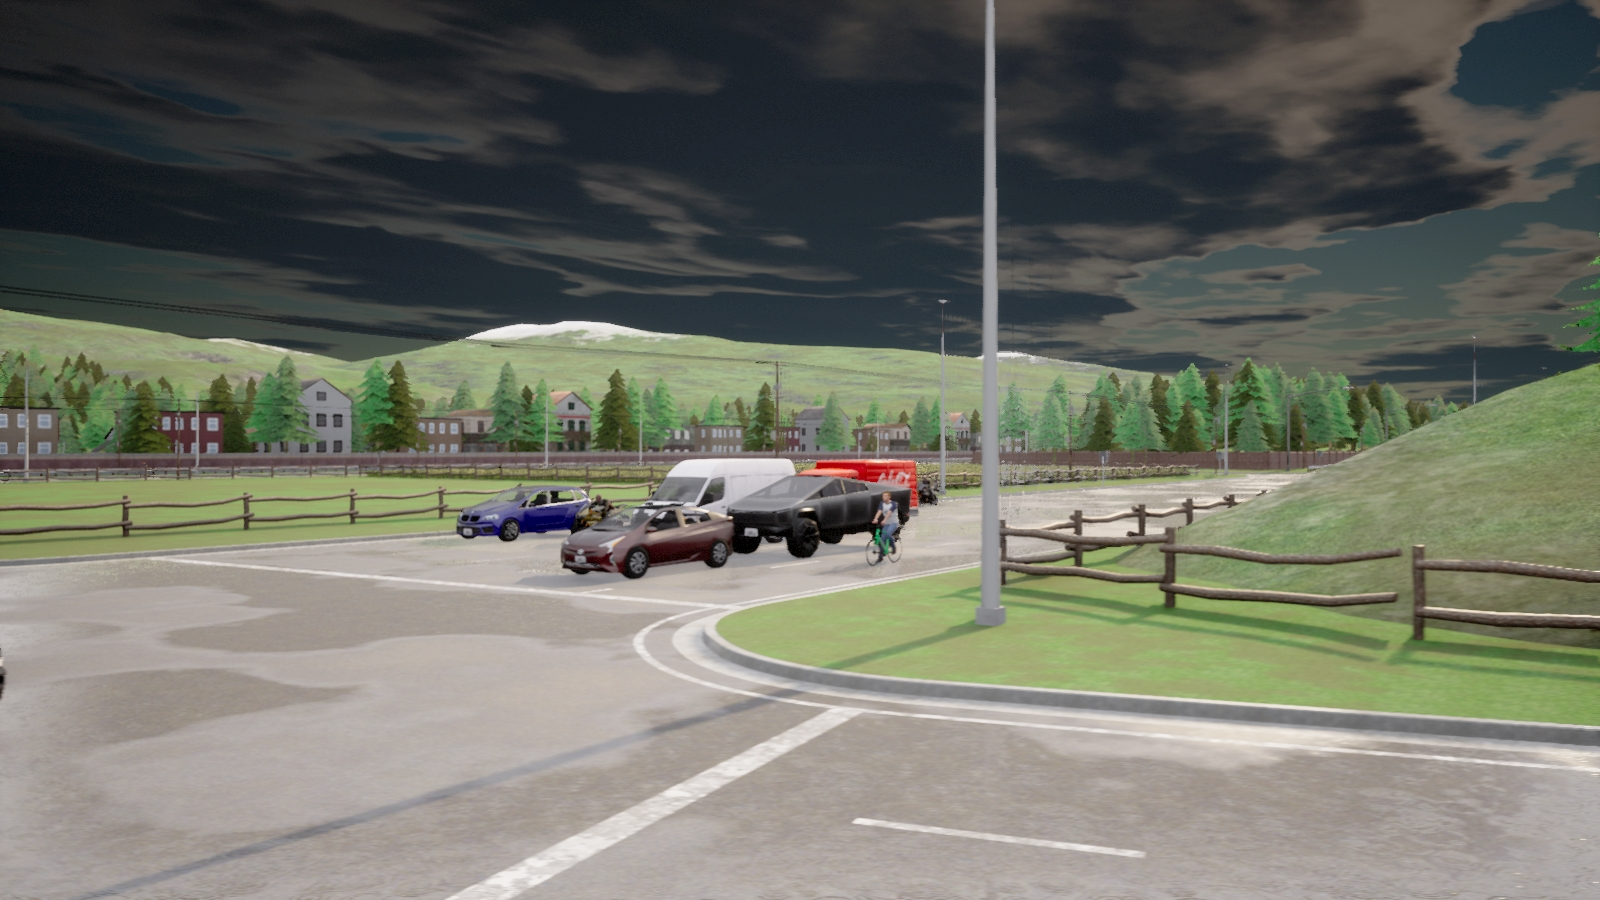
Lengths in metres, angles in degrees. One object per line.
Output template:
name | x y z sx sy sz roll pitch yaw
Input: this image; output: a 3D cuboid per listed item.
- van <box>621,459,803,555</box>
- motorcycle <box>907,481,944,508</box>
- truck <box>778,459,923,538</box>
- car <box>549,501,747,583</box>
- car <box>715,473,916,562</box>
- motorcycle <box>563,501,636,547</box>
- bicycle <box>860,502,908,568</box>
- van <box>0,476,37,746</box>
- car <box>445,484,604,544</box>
van | -2.461 1.554 33.782 1.988 2.561 5.915 0 0 37
motorcycle | 6.293 2.228 57.260 0.867 1.251 2.209 0 0 37
truck | 1.847 1.585 39.733 2.627 2.467 5.204 0 0 36
car | -3.437 2.057 26.570 2.007 1.525 4.514 0 0 36
car | 0.596 1.770 32.018 2.390 2.098 6.274 0 0 37
motorcycle | -6.081 2.229 34.770 0.867 1.251 2.209 0 0 37
bicycle | 2.080 2.069 28.147 0.373 1.496 1.643 0 0 37
van | -10.601 1.552 11.626 5.915 2.561 1.988 0 0 26
car | -8.833 1.996 36.933 2.242 1.667 4.611 0 0 37
